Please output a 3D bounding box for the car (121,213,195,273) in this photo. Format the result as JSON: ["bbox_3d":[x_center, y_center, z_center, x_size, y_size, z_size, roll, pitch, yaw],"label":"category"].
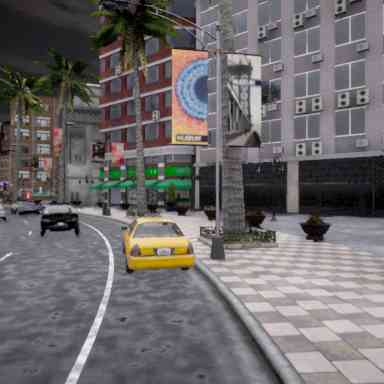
[{"bbox_3d":[-1.288,1.455,10.766,1.801,1.575,5.366,0,0,-13],"label":"car"}]

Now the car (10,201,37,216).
[{"bbox_3d":[-16.390,1.545,32.466,1.994,1.385,4.181,0,0,-42],"label":"car"}]

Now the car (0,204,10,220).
[{"bbox_3d":[-16.284,1.508,26.923,1.812,1.442,4.674,0,0,-37],"label":"car"}]

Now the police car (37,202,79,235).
[{"bbox_3d":[-7.626,1.417,19.056,1.930,1.638,5.238,0,0,-23],"label":"police car"}]
